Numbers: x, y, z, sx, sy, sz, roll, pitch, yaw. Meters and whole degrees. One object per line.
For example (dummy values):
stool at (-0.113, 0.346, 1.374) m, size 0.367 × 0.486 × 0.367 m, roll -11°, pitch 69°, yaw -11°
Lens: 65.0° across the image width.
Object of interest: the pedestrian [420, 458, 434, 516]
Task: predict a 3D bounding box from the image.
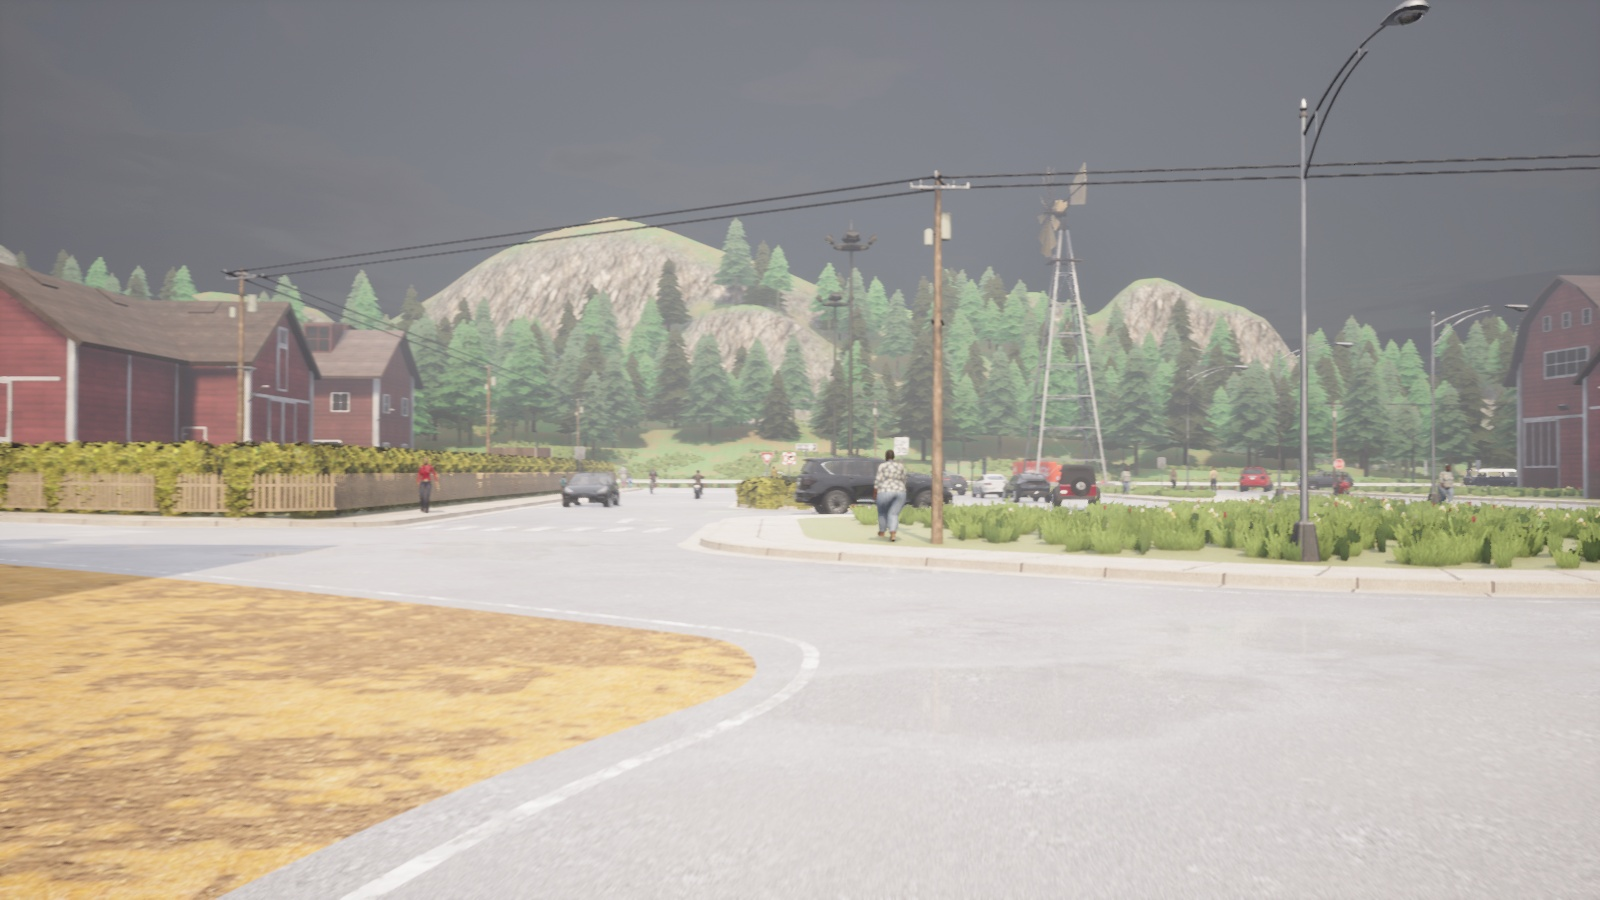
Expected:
pedestrian at (-11.924, 1.186, 40.177) m, size 0.331 × 1.846 × 0.636 m, roll 0°, pitch -1°, yaw -6°

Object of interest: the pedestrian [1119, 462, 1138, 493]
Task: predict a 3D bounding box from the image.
pedestrian at (20.060, 1.686, 76.726) m, size 0.874 × 1.855 × 0.900 m, roll 0°, pitch -1°, yaw -5°

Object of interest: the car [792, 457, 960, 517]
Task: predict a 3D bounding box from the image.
car at (2.643, 1.267, 44.320) m, size 5.566 × 2.045 × 2.150 m, roll 0°, pitch -1°, yaw -11°

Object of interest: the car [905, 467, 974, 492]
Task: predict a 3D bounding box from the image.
car at (9.330, 1.974, 84.258) m, size 2.152 × 1.651 × 5.027 m, roll 0°, pitch -1°, yaw -27°

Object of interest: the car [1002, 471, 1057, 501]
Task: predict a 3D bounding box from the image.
car at (11.831, 1.867, 65.120) m, size 1.837 × 1.490 × 4.892 m, roll 0°, pitch -2°, yaw -1°

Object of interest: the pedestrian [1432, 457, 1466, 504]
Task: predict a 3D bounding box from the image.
pedestrian at (26.286, 1.231, 50.845) m, size 0.874 × 1.855 × 0.900 m, roll 0°, pitch -1°, yaw -3°

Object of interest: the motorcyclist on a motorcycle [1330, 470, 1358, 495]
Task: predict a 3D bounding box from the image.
motorcyclist on a motorcycle at (33.862, 1.990, 78.197) m, size 0.797 × 1.523 × 2.044 m, roll 0°, pitch -1°, yaw -2°

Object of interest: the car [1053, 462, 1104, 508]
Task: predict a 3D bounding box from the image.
car at (11.901, 1.473, 53.909) m, size 1.905 × 1.878 × 3.866 m, roll 0°, pitch -1°, yaw 9°

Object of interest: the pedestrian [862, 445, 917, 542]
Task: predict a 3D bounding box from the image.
pedestrian at (1.744, 0.836, 24.580) m, size 0.874 × 1.855 × 0.900 m, roll 0°, pitch -1°, yaw -10°

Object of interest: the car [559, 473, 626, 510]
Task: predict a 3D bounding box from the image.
car at (-8.757, 1.741, 53.369) m, size 2.163 × 1.488 × 4.792 m, roll 0°, pitch -1°, yaw -1°

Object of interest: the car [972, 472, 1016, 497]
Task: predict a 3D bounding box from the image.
car at (11.583, 2.061, 75.177) m, size 1.812 × 1.442 × 4.674 m, roll 0°, pitch -1°, yaw -2°
